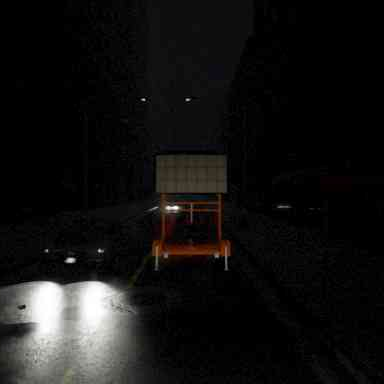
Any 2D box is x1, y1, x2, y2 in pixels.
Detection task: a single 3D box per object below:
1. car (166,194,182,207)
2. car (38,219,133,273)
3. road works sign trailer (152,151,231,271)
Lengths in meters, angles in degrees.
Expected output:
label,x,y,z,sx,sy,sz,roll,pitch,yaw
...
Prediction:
label,x,y,z,sx,sy,sz,roll,pitch,yaw
car,-3.167,1.538,54.002,2.128,1.511,4.902,0,0,0
car,-3.114,1.567,10.541,1.994,1.385,4.181,0,0,0
road works sign trailer,-0.014,0.468,10.927,2.380,3.560,2.880,0,0,0
